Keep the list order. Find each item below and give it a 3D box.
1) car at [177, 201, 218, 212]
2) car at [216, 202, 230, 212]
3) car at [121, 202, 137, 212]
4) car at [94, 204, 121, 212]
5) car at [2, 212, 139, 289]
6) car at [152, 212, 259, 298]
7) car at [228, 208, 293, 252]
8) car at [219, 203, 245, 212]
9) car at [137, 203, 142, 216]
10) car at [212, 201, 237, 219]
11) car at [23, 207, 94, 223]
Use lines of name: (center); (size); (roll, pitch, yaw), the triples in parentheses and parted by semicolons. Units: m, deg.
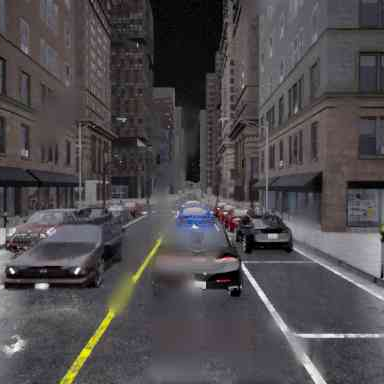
car: (0.163, 1.477, 18.070); (1.882, 1.535, 5.008); (0, 0, 0)
car: (2.838, 1.544, 24.562); (1.887, 1.381, 4.507); (-1, 0, 0)
car: (-5.687, 1.550, 24.592); (2.008, 1.369, 4.403); (-1, 0, 0)
car: (-5.707, 1.565, 19.087); (1.947, 1.339, 4.313); (-1, 0, 0)
car: (-3.066, 1.546, 9.473); (2.033, 1.411, 5.357); (0, 0, 0)
car: (0.128, 1.491, 8.515); (2.128, 1.511, 4.902); (0, 0, 0)
car: (2.799, 1.565, 13.552); (1.947, 1.339, 4.313); (-1, 0, 0)
car: (2.818, 1.544, 19.056); (1.887, 1.381, 4.507); (-1, 0, 0)
car: (-5.668, 1.545, 30.098); (1.887, 1.381, 4.507); (-1, 0, 0)
car: (2.857, 1.545, 30.067); (1.887, 1.381, 4.507); (-1, 0, 0)
car: (-5.728, 1.439, 13.582); (1.967, 1.590, 4.097); (-1, 0, 0)
